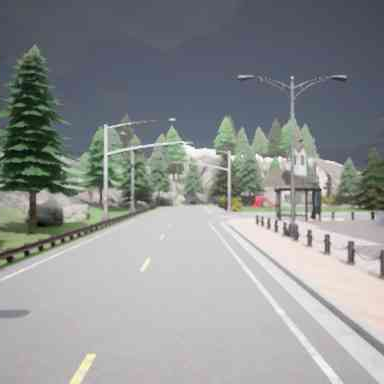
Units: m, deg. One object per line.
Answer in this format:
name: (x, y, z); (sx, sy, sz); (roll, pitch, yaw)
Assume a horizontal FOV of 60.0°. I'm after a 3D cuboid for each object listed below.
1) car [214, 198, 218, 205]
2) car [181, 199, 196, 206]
car: (7.377, 2.216, 79.083); (4.553, 1.767, 2.097); (1, -1, -44)
car: (-0.685, 2.328, 73.743); (2.128, 1.511, 4.902); (0, -1, 24)
